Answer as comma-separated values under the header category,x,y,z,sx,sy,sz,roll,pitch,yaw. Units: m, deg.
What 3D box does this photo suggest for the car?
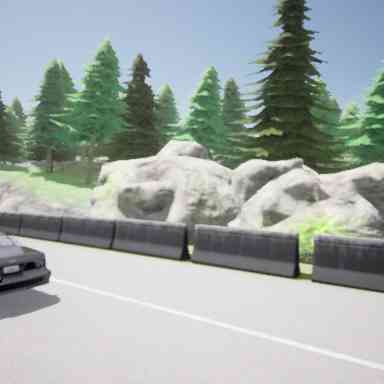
category,x,y,z,sx,sy,sz,roll,pitch,yaw
car,-5.562,1.556,7.967,5.357,1.411,2.033,0,0,36
